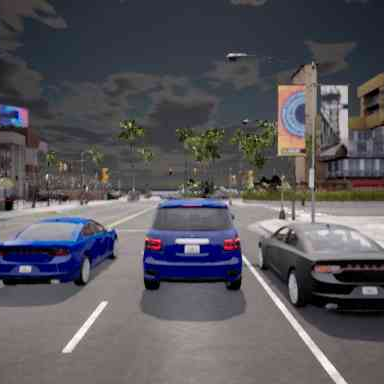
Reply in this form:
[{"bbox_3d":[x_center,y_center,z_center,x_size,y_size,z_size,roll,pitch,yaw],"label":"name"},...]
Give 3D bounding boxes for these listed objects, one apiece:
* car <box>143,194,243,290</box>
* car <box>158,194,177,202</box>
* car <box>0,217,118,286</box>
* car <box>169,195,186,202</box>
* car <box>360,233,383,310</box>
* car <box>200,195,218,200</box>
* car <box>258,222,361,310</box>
[{"bbox_3d":[0.038,1.197,9.150,2.150,2.045,5.566,0,0,1],"label":"car"},{"bbox_3d":[-5.363,1.282,73.997,1.882,1.535,5.008,0,0,26],"label":"car"},{"bbox_3d":[-3.455,1.452,9.403,1.882,1.535,5.008,0,0,0],"label":"car"},{"bbox_3d":[-3.092,1.365,70.667,1.994,1.385,4.181,0,0,23],"label":"car"},{"bbox_3d":[3.039,1.350,1.485,2.185,1.767,4.553,0,0,0],"label":"car"},{"bbox_3d":[4.509,1.364,87.071,4.718,1.301,1.895,0,0,-43],"label":"car"},{"bbox_3d":[2.891,1.458,7.910,2.097,1.535,5.008,0,0,0],"label":"car"}]
